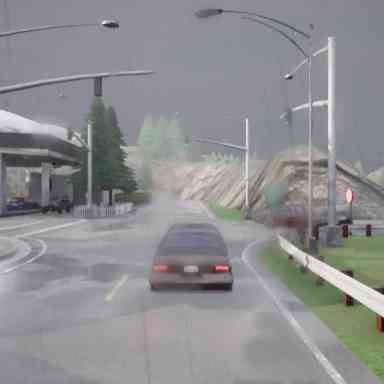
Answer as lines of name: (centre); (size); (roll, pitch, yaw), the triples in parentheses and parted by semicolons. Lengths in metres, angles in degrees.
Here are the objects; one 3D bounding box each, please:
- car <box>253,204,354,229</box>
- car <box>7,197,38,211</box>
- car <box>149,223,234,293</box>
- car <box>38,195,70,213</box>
car: (5.797, 1.355, 17.950); (2.033, 1.411, 5.357); (-1, 0, -37)
car: (-20.255, 1.457, 40.169); (2.242, 1.667, 4.611); (0, 0, -1)
car: (0.019, 1.542, 8.973); (2.033, 1.411, 5.357); (0, 0, 1)
car: (-14.545, 1.293, 35.894); (1.905, 1.878, 3.866); (0, 0, -1)
